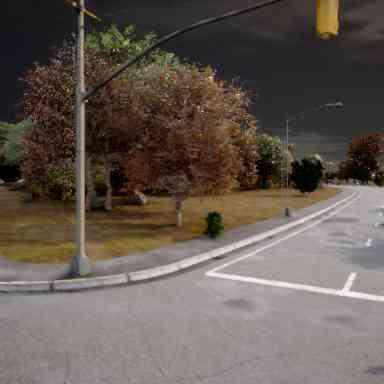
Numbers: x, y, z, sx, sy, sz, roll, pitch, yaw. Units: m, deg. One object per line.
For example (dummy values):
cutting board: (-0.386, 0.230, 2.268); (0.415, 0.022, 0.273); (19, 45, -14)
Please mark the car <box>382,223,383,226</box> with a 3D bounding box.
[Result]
car: (8.014, 1.462, 11.857); (2.128, 1.511, 4.902); (0, 1, 31)
